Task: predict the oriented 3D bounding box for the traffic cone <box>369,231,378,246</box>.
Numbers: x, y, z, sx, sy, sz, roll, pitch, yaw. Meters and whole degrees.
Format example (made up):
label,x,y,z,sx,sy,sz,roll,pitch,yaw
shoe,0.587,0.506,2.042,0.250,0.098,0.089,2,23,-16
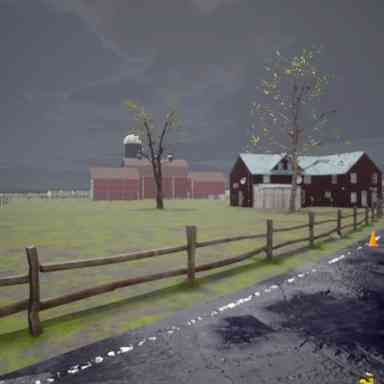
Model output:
label,x,y,z,sx,sy,sz,roll,pitch,yaw
traffic cone,7.619,1.950,13.979,0.340,0.580,0.340,0,0,39
